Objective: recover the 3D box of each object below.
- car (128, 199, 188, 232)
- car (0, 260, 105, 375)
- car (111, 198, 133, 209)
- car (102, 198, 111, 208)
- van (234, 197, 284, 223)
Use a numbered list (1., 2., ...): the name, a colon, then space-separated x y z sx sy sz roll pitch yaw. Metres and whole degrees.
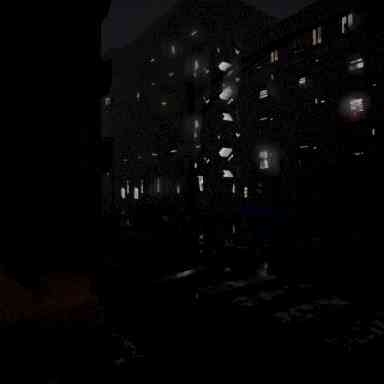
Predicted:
1. car: -1.876 1.441 20.020 1.967 1.590 4.097 0 0 -36
2. car: -3.568 1.525 4.020 4.829 1.417 1.752 0 0 -36
3. car: -8.407 1.463 43.249 1.887 1.381 4.507 -1 0 -36
4. car: -11.737 1.463 47.827 1.887 1.381 4.507 -1 0 -36
5. van: 4.913 1.280 24.934 1.690 1.788 3.998 0 0 -36
